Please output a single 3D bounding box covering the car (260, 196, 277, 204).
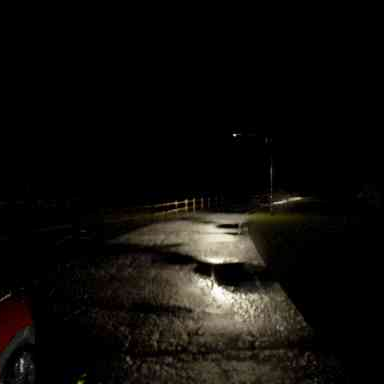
[{"bbox_3d":[13.860,1.462,61.584,2.033,1.411,5.357,0,0,23],"label":"car"}]

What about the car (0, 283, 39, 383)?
[{"bbox_3d":[-2.728,1.338,1.675,2.097,1.767,4.553,0,0,1],"label":"car"}]

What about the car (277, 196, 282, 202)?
[{"bbox_3d":[17.935,1.437,71.187,1.994,1.385,4.181,0,0,23],"label":"car"}]
